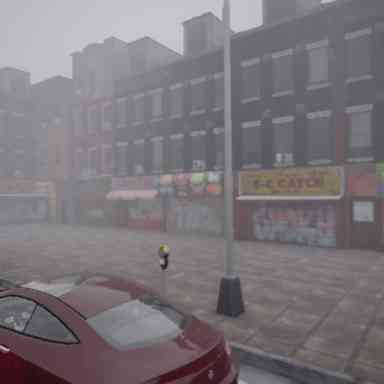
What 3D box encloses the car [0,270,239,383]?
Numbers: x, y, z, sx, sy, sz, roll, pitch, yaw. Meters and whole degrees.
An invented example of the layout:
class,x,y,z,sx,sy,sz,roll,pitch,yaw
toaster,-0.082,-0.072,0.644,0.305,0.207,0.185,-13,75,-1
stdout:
class,x,y,z,sx,sy,sz,roll,pitch,yaw
car,-1.502,1.615,3.883,4.206,1.307,1.802,-1,-1,35
